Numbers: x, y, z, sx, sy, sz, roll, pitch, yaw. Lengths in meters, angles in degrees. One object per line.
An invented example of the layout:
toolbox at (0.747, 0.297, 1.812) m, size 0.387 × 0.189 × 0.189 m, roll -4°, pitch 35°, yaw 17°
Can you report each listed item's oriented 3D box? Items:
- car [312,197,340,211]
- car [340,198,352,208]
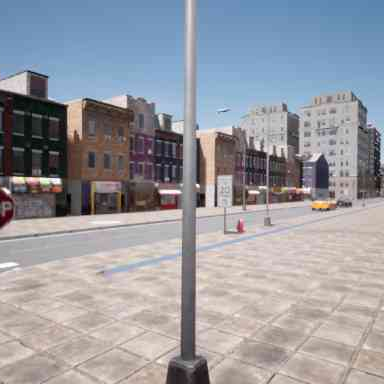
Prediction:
car at (17.138, 1.445, 42.888) m, size 2.097 × 1.767 × 4.553 m, roll 1°, pitch 0°, yaw 36°
car at (23.755, 1.654, 52.083) m, size 1.812 × 1.442 × 4.674 m, roll 1°, pitch 0°, yaw 36°
